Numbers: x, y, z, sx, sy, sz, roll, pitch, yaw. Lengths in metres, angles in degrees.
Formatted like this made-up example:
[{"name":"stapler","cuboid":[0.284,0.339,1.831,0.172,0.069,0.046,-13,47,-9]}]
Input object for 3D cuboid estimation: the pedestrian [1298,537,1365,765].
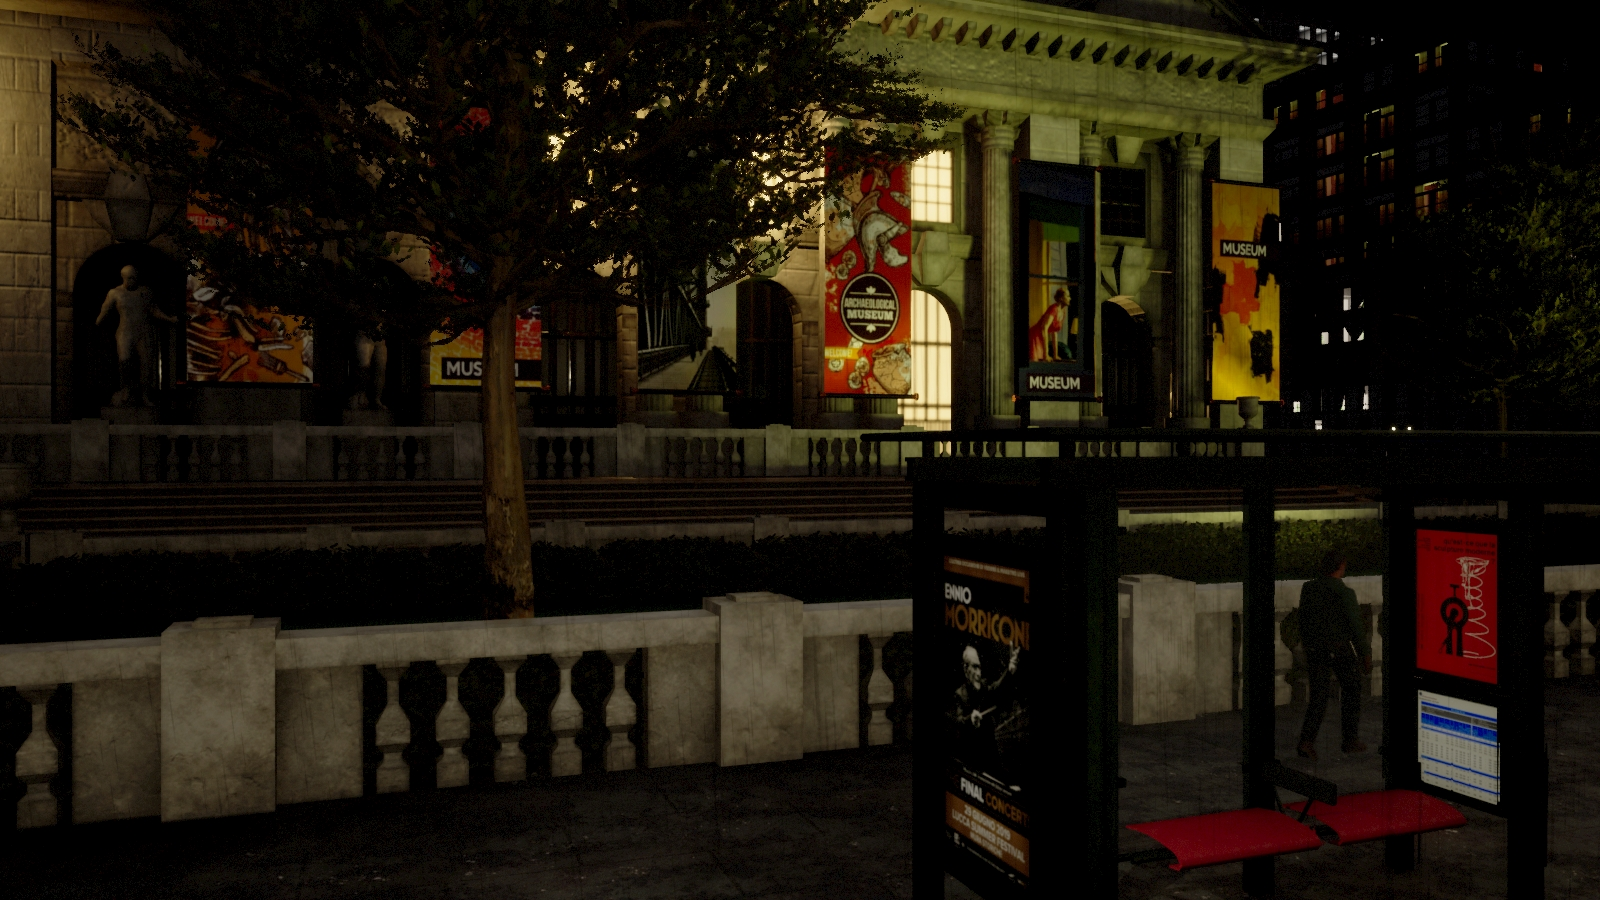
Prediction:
[{"name":"pedestrian","cuboid":[4.552,1.698,9.789,0.375,1.860,0.375,0,0,-31]}]
